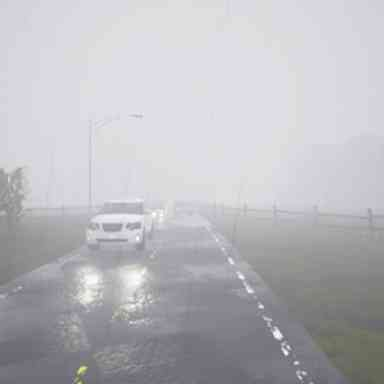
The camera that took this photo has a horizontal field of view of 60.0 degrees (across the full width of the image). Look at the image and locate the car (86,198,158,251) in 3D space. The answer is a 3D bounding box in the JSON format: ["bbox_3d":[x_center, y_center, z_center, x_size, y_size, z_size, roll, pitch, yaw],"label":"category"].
[{"bbox_3d":[-2.999,1.314,15.006,2.150,2.045,5.566,0,0,-1],"label":"car"}]

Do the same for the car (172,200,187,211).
[{"bbox_3d":[-1.718,1.815,45.832,1.837,1.490,4.892,0,0,-5],"label":"car"}]

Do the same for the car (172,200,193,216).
[{"bbox_3d":[-0.981,1.838,35.928,1.895,1.301,4.718,0,0,-4],"label":"car"}]

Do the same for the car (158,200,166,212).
[{"bbox_3d":[-4.508,1.787,43.915,2.128,1.511,4.902,0,0,-5],"label":"car"}]
